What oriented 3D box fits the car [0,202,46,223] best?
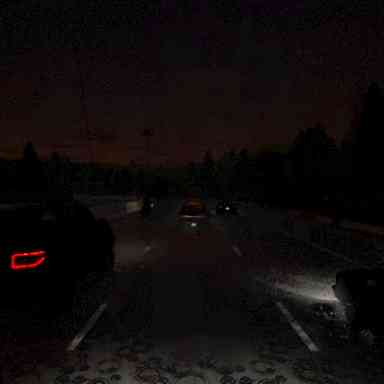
[{"bbox_3d":[-14.005,1.589,27.302,1.837,1.490,4.892,0,0,0],"label":"car"}]

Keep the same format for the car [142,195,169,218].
[{"bbox_3d":[-3.406,1.287,31.506,2.150,2.045,5.566,0,0,0],"label":"car"}]

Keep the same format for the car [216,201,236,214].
[{"bbox_3d":[3.591,1.637,35.723,1.994,1.385,4.181,0,0,0],"label":"car"}]

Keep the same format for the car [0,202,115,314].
[{"bbox_3d":[-3.398,1.239,7.749,2.150,2.045,5.566,0,0,0],"label":"car"}]

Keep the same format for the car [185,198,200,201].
[{"bbox_3d":[0.090,1.574,47.102,1.882,1.535,5.008,0,0,0],"label":"car"}]

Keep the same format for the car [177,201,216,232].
[{"bbox_3d":[0.096,1.533,20.221,2.128,1.511,4.902,0,0,0],"label":"car"}]

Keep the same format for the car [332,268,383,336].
[{"bbox_3d":[3.598,1.556,3.922,2.033,1.411,5.357,0,0,0],"label":"car"}]
